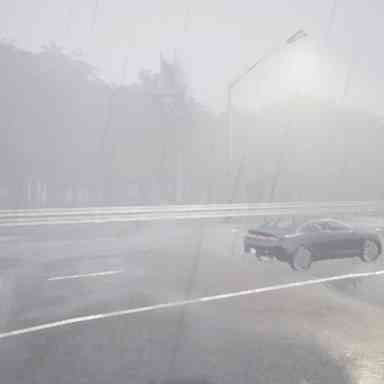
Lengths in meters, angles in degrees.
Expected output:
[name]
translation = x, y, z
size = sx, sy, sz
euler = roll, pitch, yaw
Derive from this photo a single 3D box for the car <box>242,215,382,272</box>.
[car]
translation = 3.964, 1.517, 10.747
size = 4.902, 1.511, 2.128
euler = 0, 0, -26
